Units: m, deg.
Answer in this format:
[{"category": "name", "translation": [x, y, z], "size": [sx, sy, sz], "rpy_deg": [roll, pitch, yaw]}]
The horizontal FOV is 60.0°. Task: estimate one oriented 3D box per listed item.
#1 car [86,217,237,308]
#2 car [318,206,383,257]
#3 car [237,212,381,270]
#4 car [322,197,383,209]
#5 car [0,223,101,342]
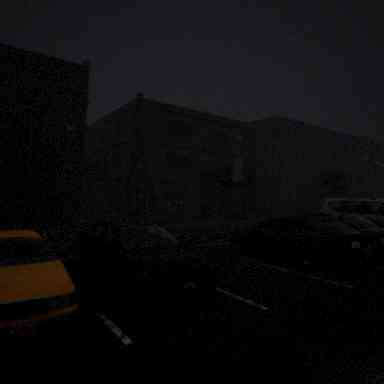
[{"category": "car", "translation": [-1.379, 1.459, 8.278], "size": [2.097, 1.535, 5.008], "rpy_deg": [0, 0, -32]}, {"category": "car", "translation": [5.714, 1.517, 12.789], "size": [2.231, 1.521, 4.892], "rpy_deg": [1, 0, -32]}, {"category": "car", "translation": [3.340, 1.525, 11.308], "size": [2.163, 1.488, 4.792], "rpy_deg": [0, 0, -32]}, {"category": "car", "translation": [8.102, 1.288, 14.268], "size": [2.435, 2.045, 5.566], "rpy_deg": [1, 0, -32]}, {"category": "car", "translation": [-3.639, 1.442, 6.615], "size": [1.946, 1.575, 5.366], "rpy_deg": [0, 0, -32]}]
